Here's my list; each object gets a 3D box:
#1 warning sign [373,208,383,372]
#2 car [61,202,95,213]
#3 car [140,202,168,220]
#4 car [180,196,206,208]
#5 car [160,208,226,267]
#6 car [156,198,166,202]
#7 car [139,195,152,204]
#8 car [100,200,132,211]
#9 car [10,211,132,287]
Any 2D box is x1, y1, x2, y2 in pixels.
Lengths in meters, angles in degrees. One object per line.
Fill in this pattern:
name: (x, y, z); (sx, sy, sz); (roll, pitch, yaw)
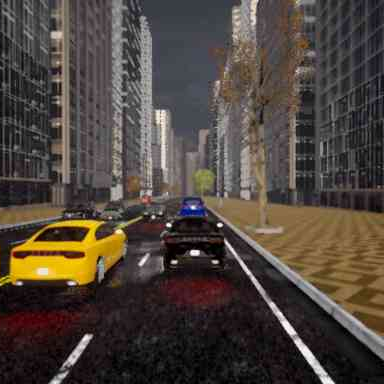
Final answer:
warning sign: (2.862, 1.137, 3.510); (1.300, 1.860, 1.060); (1, 1, 0)
car: (-9.876, 1.698, 29.200); (1.837, 1.490, 4.892); (0, 0, 0)
car: (-3.181, 1.794, 29.689); (1.895, 1.301, 4.718); (0, 0, 0)
car: (0.069, 1.419, 30.504); (2.150, 2.045, 5.566); (0, 0, 0)
car: (0.083, 1.554, 11.754); (1.882, 1.535, 5.008); (0, 0, 0)
car: (-6.570, 1.945, 71.177); (2.033, 1.411, 5.357); (0, 0, 0)
car: (-9.820, 1.632, 71.146); (2.150, 2.045, 5.566); (0, 0, 0)
car: (-6.626, 1.544, 29.225); (2.097, 1.767, 4.553); (0, 0, 0)
car: (-3.169, 1.541, 9.568); (1.882, 1.535, 5.008); (0, 0, 0)
